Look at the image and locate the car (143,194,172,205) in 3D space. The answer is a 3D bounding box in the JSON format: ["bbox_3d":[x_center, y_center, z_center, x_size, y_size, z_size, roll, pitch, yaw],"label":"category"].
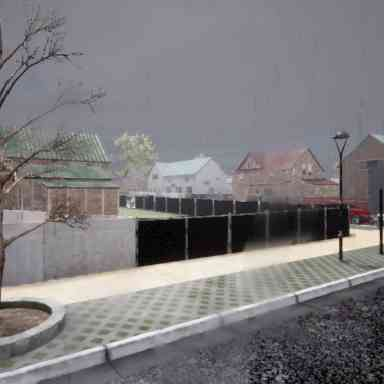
[{"bbox_3d":[-5.357,1.094,50.983,2.033,1.411,5.357,0,1,-35],"label":"car"}]

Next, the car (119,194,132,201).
[{"bbox_3d":[-12.996,1.001,62.175,1.895,1.301,4.718,0,1,-34],"label":"car"}]

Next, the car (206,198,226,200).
[{"bbox_3d":[2.556,1.291,34.131,2.033,1.411,5.357,0,1,-34],"label":"car"}]

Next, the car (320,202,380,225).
[{"bbox_3d":[10.242,1.410,22.742,1.812,1.442,4.674,0,1,-32],"label":"car"}]

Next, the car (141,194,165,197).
[{"bbox_3d":[-6.021,1.086,46.776,1.837,1.490,4.892,0,1,-34],"label":"car"}]
